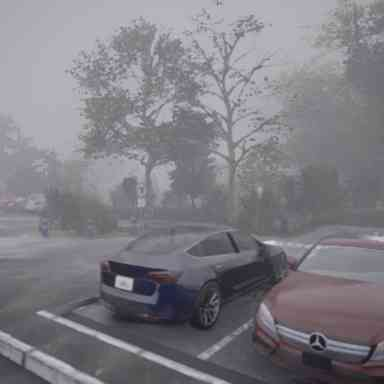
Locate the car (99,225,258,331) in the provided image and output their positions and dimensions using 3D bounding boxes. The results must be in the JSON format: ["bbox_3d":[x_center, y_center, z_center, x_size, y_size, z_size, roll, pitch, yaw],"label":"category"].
[{"bbox_3d":[0.341,1.422,6.918,2.163,1.488,4.792,0,0,36],"label":"car"}]

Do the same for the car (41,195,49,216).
[{"bbox_3d":[-11.021,1.312,30.859,2.185,1.767,4.553,0,0,36],"label":"car"}]

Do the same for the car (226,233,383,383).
[{"bbox_3d":[2.617,1.445,5.243,2.002,1.452,4.674,0,0,36],"label":"car"}]

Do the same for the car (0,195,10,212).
[{"bbox_3d":[-17.875,1.258,35.853,2.185,1.767,4.553,0,0,36],"label":"car"}]

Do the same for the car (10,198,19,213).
[{"bbox_3d":[-15.613,1.276,34.230,2.185,1.767,4.553,0,0,36],"label":"car"}]

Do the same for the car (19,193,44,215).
[{"bbox_3d":[-13.249,1.169,32.531,2.435,2.045,5.566,0,0,36],"label":"car"}]
